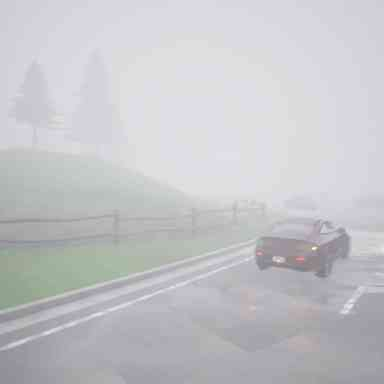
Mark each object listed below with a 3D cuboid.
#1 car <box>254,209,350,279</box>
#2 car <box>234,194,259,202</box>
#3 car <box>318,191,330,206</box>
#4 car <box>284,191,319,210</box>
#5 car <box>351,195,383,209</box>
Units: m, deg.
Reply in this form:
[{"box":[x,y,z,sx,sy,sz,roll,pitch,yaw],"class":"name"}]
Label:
[{"box":[3.425,1.455,9.961,1.812,1.442,4.674,1,1,35],"class":"car"},{"box":[9.096,1.074,55.836,2.128,1.511,4.902,0,0,-32],"class":"car"},{"box":[16.989,0.900,47.034,2.150,2.045,5.566,1,0,-18],"class":"car"},{"box":[11.484,1.103,35.769,2.097,1.767,4.553,0,0,-1],"class":"car"},{"box":[21.571,1.097,40.786,2.097,1.767,4.553,0,1,-8],"class":"car"}]
